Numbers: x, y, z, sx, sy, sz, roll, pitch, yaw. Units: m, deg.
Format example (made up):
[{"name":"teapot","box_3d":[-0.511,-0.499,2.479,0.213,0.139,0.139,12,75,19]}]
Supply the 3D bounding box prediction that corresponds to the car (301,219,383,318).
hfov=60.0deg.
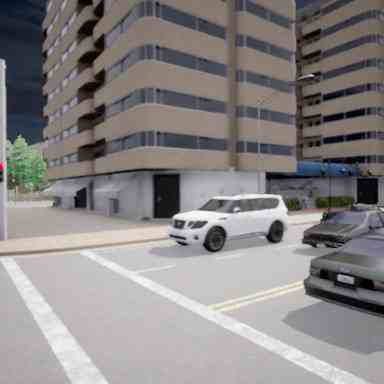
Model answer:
[{"name":"car","box_3d":[4.628,1.483,7.052,5.357,1.411,2.033,-1,1,-35]}]

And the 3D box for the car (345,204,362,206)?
[{"name":"car","box_3d":[9.651,1.391,19.466,4.718,1.301,1.895,-1,1,-35]}]

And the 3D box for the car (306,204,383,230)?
[{"name":"car","box_3d":[6.588,1.418,12.989,5.357,1.411,2.033,-1,1,-35]}]

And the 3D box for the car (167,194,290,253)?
[{"name":"car","box_3d":[1.692,1.132,13.796,5.566,2.045,2.150,-1,1,-35]}]
